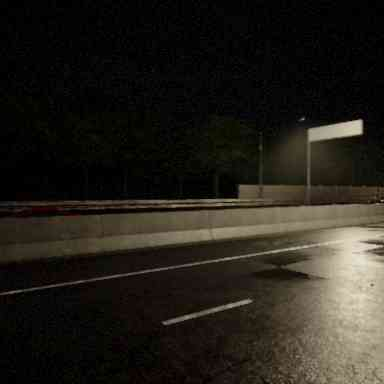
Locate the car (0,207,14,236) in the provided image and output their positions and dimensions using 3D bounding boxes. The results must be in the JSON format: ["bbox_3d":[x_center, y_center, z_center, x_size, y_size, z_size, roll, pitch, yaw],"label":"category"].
[{"bbox_3d":[-11.645,1.563,17.144,4.181,1.385,1.994,0,0,-35],"label":"car"}]

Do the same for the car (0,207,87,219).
[{"bbox_3d":[-7.483,1.478,15.791,5.008,1.535,1.882,0,0,-35],"label":"car"}]
